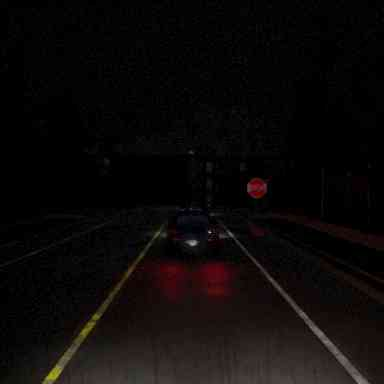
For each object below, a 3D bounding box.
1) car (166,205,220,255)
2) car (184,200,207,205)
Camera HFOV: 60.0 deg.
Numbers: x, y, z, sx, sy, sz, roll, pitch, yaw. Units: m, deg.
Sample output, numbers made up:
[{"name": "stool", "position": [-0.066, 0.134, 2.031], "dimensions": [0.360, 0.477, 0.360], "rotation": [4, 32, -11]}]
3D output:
[{"name": "car", "position": [0.041, 1.412, 12.671], "dimensions": [1.812, 1.442, 4.674], "rotation": [0, 0, 0]}, {"name": "car", "position": [0.304, 1.312, 25.891], "dimensions": [2.033, 1.411, 5.357], "rotation": [0, 1, 8]}]
